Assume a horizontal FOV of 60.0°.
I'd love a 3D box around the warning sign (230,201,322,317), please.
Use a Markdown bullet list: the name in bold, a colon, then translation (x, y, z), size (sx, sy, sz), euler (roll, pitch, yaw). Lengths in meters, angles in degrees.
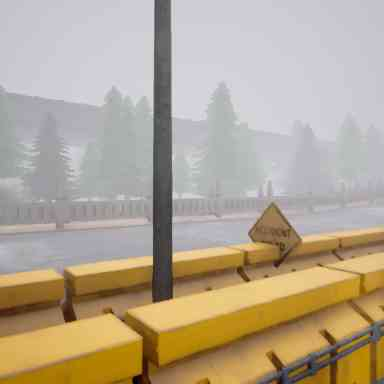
- **warning sign**: translation (1.547, 1.114, 6.262), size (1.060, 1.860, 1.300), euler (0, 0, -35)
